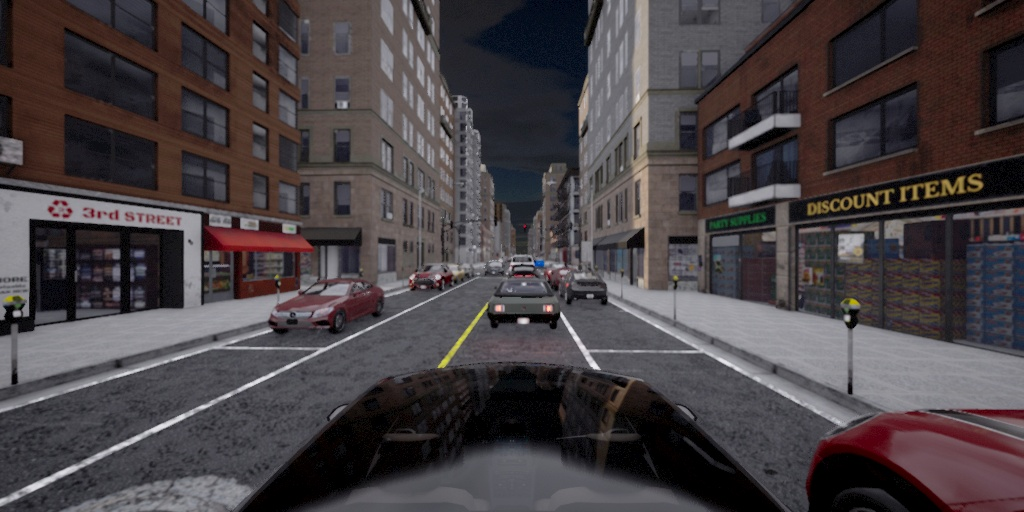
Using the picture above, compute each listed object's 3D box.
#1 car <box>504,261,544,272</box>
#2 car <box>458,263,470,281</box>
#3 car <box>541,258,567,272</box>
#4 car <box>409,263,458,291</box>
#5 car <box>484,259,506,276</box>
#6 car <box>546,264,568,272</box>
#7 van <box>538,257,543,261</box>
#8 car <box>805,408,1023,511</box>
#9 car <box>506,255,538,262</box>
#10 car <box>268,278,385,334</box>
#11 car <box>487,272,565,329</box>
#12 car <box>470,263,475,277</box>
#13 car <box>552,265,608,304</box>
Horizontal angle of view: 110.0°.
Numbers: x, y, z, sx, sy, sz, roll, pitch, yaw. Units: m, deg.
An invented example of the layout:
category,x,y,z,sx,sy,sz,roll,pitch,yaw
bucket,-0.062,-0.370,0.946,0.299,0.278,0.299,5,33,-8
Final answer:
category,x,y,z,sx,sy,sz,roll,pitch,yaw
car,0.698,1.238,21.499,1.837,1.490,4.892,0,0,2
car,-4.617,1.253,26.972,1.751,1.417,4.829,0,0,2
car,3.409,1.168,26.891,1.967,1.591,4.097,0,0,2
car,-4.790,1.173,21.627,1.967,1.591,4.097,0,0,2
car,-1.676,1.288,36.314,1.812,1.442,4.674,0,0,2
car,3.231,1.315,21.375,1.802,1.307,4.207,0,0,2
van,4.464,1.039,59.474,1.690,1.789,3.998,0,0,2
car,2.903,1.104,0.411,2.097,1.767,4.553,0,0,2
car,0.916,0.946,31.468,2.150,2.045,5.566,0,0,2
car,-5.147,1.324,10.595,1.802,1.307,4.207,0,0,2
car,0.366,1.343,11.221,1.895,1.301,4.718,0,0,2
car,-4.433,1.274,32.657,2.007,1.370,4.403,0,0,2
car,3.052,1.288,15.858,2.007,1.370,4.403,0,0,2
